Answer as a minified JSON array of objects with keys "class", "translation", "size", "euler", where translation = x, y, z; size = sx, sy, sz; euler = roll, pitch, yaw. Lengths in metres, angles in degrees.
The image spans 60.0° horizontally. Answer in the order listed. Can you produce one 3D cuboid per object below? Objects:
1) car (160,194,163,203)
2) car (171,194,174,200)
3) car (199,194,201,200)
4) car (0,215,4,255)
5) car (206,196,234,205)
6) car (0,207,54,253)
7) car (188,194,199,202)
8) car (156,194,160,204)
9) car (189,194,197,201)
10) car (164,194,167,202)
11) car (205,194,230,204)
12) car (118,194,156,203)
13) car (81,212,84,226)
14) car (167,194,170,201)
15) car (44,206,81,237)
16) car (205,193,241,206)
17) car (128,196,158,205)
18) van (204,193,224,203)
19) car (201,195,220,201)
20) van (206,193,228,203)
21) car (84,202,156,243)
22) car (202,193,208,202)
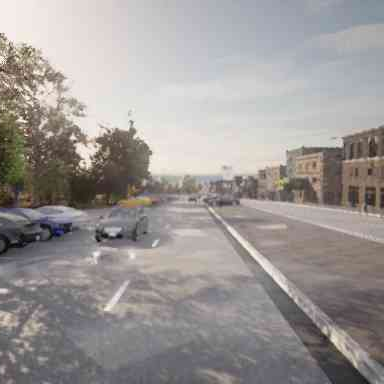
[{"class":"car","translation":[-8.154,1.362,61.542],"size":[4.553,1.767,2.185],"euler":[0,0,0]},{"class":"car","translation":[-8.138,1.410,83.819],"size":[5.566,2.045,2.435],"euler":[0,0,0]},{"class":"car","translation":[4.882,1.310,78.379],"size":[5.566,2.045,2.435],"euler":[0,0,0]},{"class":"car","translation":[-8.312,1.540,9.434],"size":[4.674,1.452,2.002],"euler":[0,0,0]},{"class":"car","translation":[4.883,1.417,58.753],"size":[4.892,1.521,2.231],"euler":[0,0,0]},{"class":"car","translation":[-8.301,1.496,12.710],"size":[4.892,1.521,2.231],"euler":[0,0,0]},{"class":"car","translation":[0.166,1.588,76.703],"size":[1.837,1.490,4.892],"euler":[0,0,0]},{"class":"car","translation":[-8.207,1.447,53.186],"size":[5.008,1.535,2.097],"euler":[0,0,0]},{"class":"car","translation":[0.171,1.499,86.733],"size":[2.097,1.767,4.553],"euler":[0,-1,0]},{"class":"car","translation":[-8.171,1.590,69.893],"size":[4.674,1.452,2.002],"euler":[0,0,0]},{"class":"car","translation":[4.930,1.326,64.360],"size":[4.553,1.767,2.185],"euler":[0,0,0]},{"class":"car","translation":[-8.211,1.437,47.617],"size":[5.008,1.535,2.097],"euler":[0,0,0]},{"class":"car","translation":[-8.288,1.523,19.132],"size":[4.674,1.452,2.002],"euler":[0,0,0]},{"class":"car","translation":[-8.164,1.594,75.464],"size":[5.008,1.535,2.097],"euler":[0,0,0]},{"class":"car","translation":[-8.304,1.488,15.983],"size":[5.008,1.535,2.097],"euler":[0,0,0]},{"class":"car","translation":[4.876,1.387,50.348],"size":[4.892,1.521,2.231],"euler":[0,0,0]},{"class":"car","translation":[-8.198,1.498,55.972],"size":[4.674,1.452,2.002],"euler":[0,0,0]},{"class":"van","translation":[4.791,1.292,72.771],"size":[4.442,1.987,1.878],"euler":[0,0,0]},{"class":"car","translation":[4.923,1.660,89.589],"size":[5.008,1.535,2.097],"euler":[0,-1,0]},{"class":"van","translation":[5.018,1.248,67.165],"size":[4.442,1.987,1.878],"euler":[0,0,0]},{"class":"car","translation":[-3.252,1.479,16.184],"size":[2.128,1.511,4.902],"euler":[0,0,1]},{"class":"car","translation":[4.848,1.141,53.150],"size":[5.566,2.045,2.435],"euler":[0,0,0]}]
